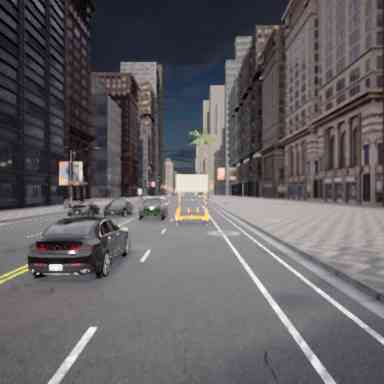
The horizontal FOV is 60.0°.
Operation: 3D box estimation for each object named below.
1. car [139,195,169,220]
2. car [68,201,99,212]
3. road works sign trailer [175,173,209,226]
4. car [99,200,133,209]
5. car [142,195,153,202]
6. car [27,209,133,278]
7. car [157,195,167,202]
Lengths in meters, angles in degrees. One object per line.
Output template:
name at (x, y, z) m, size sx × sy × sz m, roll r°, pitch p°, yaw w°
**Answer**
car at (-3.142, 1.322, 28.114) m, size 2.097 × 1.767 × 4.553 m, roll 0°, pitch 0°, yaw 0°
car at (-9.837, 1.531, 30.501) m, size 1.994 × 1.385 × 4.181 m, roll 0°, pitch 0°, yaw 0°
road works sign trailer at (0.006, 0.439, 23.423) m, size 2.380 × 3.560 × 2.880 m, roll 0°, pitch 0°, yaw 0°
car at (-6.588, 1.446, 30.031) m, size 1.882 × 1.535 × 5.008 m, roll 0°, pitch 0°, yaw 0°
car at (-9.732, 1.465, 72.486) m, size 1.812 × 1.442 × 4.674 m, roll 0°, pitch 0°, yaw 0°
car at (-3.146, 1.492, 10.106) m, size 1.837 × 1.490 × 4.892 m, roll 0°, pitch 0°, yaw 0°
car at (-6.482, 1.465, 72.485) m, size 1.812 × 1.442 × 4.674 m, roll 0°, pitch 0°, yaw 0°
